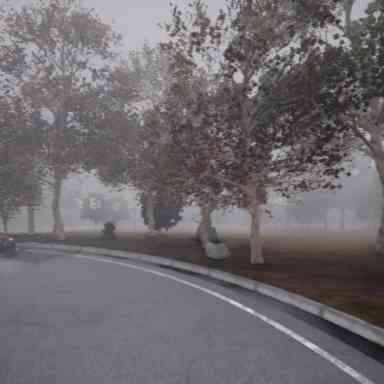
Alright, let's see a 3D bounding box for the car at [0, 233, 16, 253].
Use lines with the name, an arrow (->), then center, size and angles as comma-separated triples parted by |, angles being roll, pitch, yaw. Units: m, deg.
car -> -10.253, 2.131, 14.456 | 5.357, 1.411, 2.033 | -2, -1, 21
